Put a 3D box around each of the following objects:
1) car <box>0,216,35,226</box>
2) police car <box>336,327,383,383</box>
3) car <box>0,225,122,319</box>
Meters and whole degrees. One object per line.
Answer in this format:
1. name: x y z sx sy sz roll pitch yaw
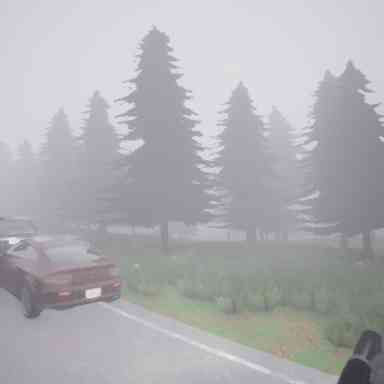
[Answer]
1. car: -6.903 1.654 12.377 2.097 1.767 4.553 1 -1 -34
2. police car: 3.614 1.588 1.788 5.238 1.638 1.930 0 -3 35
3. car: -3.392 1.758 7.954 1.812 1.442 4.674 2 -2 -42
